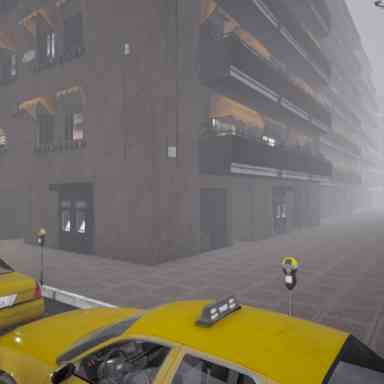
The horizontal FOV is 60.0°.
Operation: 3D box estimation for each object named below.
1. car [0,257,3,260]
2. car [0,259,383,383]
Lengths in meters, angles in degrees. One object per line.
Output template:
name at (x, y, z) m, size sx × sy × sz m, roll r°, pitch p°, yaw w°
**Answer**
car at (-4.591, 1.526, 6.009) m, size 4.829 × 1.417 × 1.752 m, roll 0°, pitch 0°, yaw 36°
car at (-0.003, 1.525, 2.728) m, size 4.829 × 1.417 × 1.752 m, roll 0°, pitch 0°, yaw 36°
